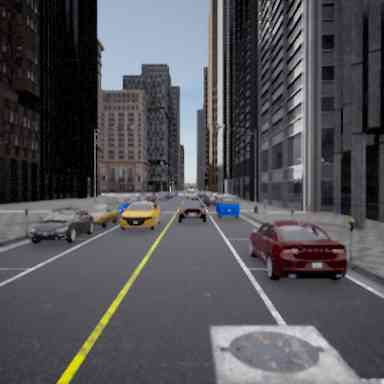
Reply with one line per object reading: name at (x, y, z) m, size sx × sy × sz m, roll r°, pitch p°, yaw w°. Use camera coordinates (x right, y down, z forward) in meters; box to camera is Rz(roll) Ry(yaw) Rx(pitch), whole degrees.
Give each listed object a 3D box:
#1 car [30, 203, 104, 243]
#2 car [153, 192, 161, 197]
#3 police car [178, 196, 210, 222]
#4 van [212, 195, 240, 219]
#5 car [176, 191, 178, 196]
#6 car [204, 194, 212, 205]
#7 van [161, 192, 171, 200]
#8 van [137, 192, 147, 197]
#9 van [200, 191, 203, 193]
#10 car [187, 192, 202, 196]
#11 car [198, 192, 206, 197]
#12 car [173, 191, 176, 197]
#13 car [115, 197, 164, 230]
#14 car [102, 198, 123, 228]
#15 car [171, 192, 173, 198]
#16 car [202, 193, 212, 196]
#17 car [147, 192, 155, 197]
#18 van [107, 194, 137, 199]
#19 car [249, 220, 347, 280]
car at (-5.754, 1.426, 15.211) m, size 2.008 × 1.369 × 4.403 m, roll 0°, pitch 0°, yaw 0°
car at (-5.733, 0.960, 43.412) m, size 2.192 × 1.841 × 5.009 m, roll 0°, pitch 0°, yaw 0°
police car at (0.040, 1.312, 24.581) m, size 2.038 × 1.542 × 4.974 m, roll 0°, pitch 0°, yaw 0°
van at (2.779, 1.124, 26.488) m, size 1.690 × 1.788 × 3.998 m, roll 0°, pitch 0°, yaw 0°
car at (-5.694, 0.664, 94.179) m, size 1.967 × 1.590 × 4.097 m, roll 0°, pitch 0°, yaw 0°
car at (2.793, 1.227, 43.411) m, size 1.802 × 1.307 × 4.206 m, roll 0°, pitch 0°, yaw 0°
van at (-5.716, 0.801, 65.975) m, size 1.690 × 1.788 × 3.998 m, roll 0°, pitch 0°, yaw 0°
van at (-5.742, 1.078, 32.130) m, size 1.690 × 1.788 × 3.998 m, roll 0°, pitch 0°, yaw 0°
van at (2.805, 0.847, 60.331) m, size 1.690 × 1.788 × 3.998 m, roll 0°, pitch 0°, yaw 0°
car at (0.039, 1.113, 49.059) m, size 2.163 × 1.488 × 4.792 m, roll 0°, pitch 0°, yaw 0°
car at (2.832, 0.774, 94.175) m, size 2.008 × 1.369 × 4.403 m, roll 0°, pitch 0°, yaw 0°
car at (-5.702, 0.885, 82.899) m, size 1.947 × 1.339 × 4.313 m, roll 0°, pitch 0°, yaw 0°
car at (-2.985, 1.324, 20.070) m, size 1.882 × 1.535 × 5.008 m, roll 0°, pitch 0°, yaw 0°
car at (-5.750, 1.356, 20.681) m, size 1.752 × 1.417 × 4.829 m, roll 0°, pitch 0°, yaw 0°
car at (-5.711, 0.957, 71.617) m, size 1.887 × 1.381 × 4.507 m, roll 0°, pitch 0°, yaw 0°
car at (2.798, 1.181, 49.052) m, size 1.802 × 1.307 × 4.206 m, roll 0°, pitch 0°, yaw 0°
car at (-5.737, 1.131, 37.772) m, size 1.967 × 1.590 × 4.097 m, roll 0°, pitch 0°, yaw 0°
van at (-5.746, 1.124, 26.490) m, size 1.690 × 1.788 × 3.998 m, roll 0°, pitch 0°, yaw 0°
car at (2.767, 1.466, 9.568) m, size 1.887 × 1.381 × 4.507 m, roll 0°, pitch 0°, yaw 0°
